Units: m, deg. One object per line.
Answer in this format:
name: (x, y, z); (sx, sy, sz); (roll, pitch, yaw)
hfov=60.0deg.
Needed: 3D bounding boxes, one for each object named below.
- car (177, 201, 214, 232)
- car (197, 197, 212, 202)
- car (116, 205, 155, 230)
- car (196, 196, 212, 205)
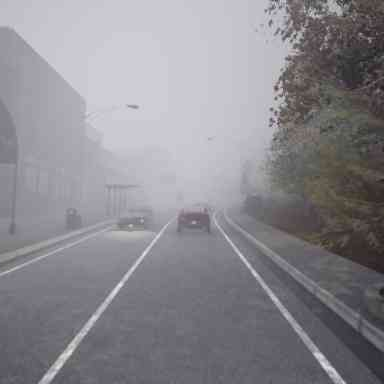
car: (0.125, 1.533, 20.677); (1.882, 1.535, 5.008); (0, 0, 0)
car: (1.560, 1.603, 41.598); (1.812, 1.442, 4.674); (-1, 0, 7)
car: (-3.561, 1.607, 22.106); (2.033, 1.411, 5.357); (0, 0, 1)
car: (2.366, 1.639, 63.094); (1.882, 1.535, 5.008); (-2, 0, 16)
